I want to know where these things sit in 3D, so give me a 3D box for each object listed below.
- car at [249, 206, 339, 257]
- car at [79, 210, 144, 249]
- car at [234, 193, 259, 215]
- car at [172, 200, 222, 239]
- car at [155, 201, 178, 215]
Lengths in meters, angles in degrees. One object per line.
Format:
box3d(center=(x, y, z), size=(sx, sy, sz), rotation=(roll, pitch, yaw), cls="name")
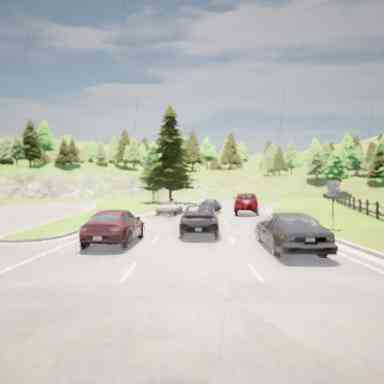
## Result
box3d(center=(3.679, 1.487, 12.579), size=(2.033, 1.411, 5.357), rotation=(0, 0, 2), cls="car")
box3d(center=(-3.242, 1.459, 13.994), size=(1.812, 1.442, 4.674), rotation=(0, 0, 2), cls="car")
box3d(center=(5.165, 1.071, 31.590), size=(2.150, 2.045, 5.566), rotation=(0, 0, 9), cls="car")
box3d(center=(0.417, 1.411, 16.925), size=(2.128, 1.511, 4.902), rotation=(0, 0, 3), cls="car")
box3d(center=(-1.996, 1.453, 30.920), size=(1.895, 1.301, 4.718), rotation=(0, 0, 7), cls="car")
